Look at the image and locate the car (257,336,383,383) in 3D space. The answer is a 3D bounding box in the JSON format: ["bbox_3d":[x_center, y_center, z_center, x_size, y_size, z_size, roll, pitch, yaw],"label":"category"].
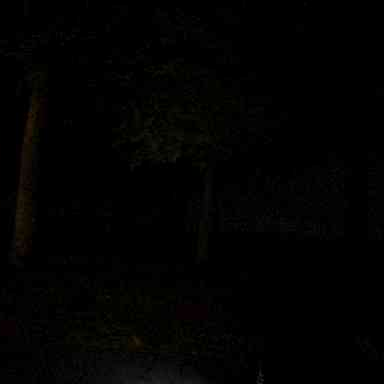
[{"bbox_3d":[3.008,1.868,2.779,4.892,1.490,1.837,2,-4,7],"label":"car"}]
